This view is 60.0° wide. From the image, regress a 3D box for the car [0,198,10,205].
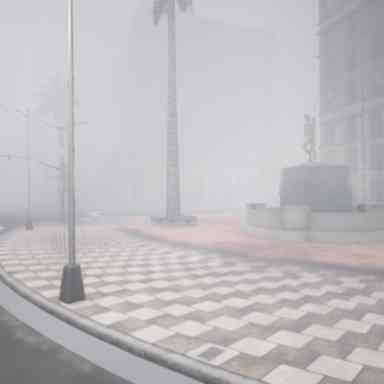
[{"bbox_3d":[-44.495,2.403,78.737,1.895,1.301,4.718,0,0,-20],"label":"car"}]
